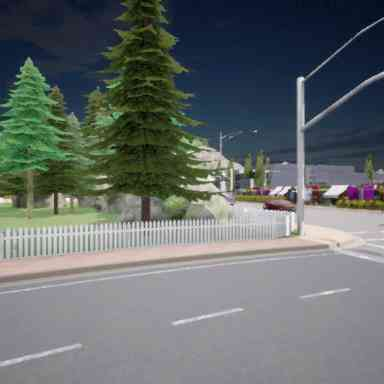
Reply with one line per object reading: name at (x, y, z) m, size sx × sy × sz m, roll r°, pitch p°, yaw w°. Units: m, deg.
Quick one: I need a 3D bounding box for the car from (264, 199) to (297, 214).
car at (9.635, 1.520, 36.083) m, size 1.882 × 1.535 × 5.008 m, roll 0°, pitch 0°, yaw -17°
